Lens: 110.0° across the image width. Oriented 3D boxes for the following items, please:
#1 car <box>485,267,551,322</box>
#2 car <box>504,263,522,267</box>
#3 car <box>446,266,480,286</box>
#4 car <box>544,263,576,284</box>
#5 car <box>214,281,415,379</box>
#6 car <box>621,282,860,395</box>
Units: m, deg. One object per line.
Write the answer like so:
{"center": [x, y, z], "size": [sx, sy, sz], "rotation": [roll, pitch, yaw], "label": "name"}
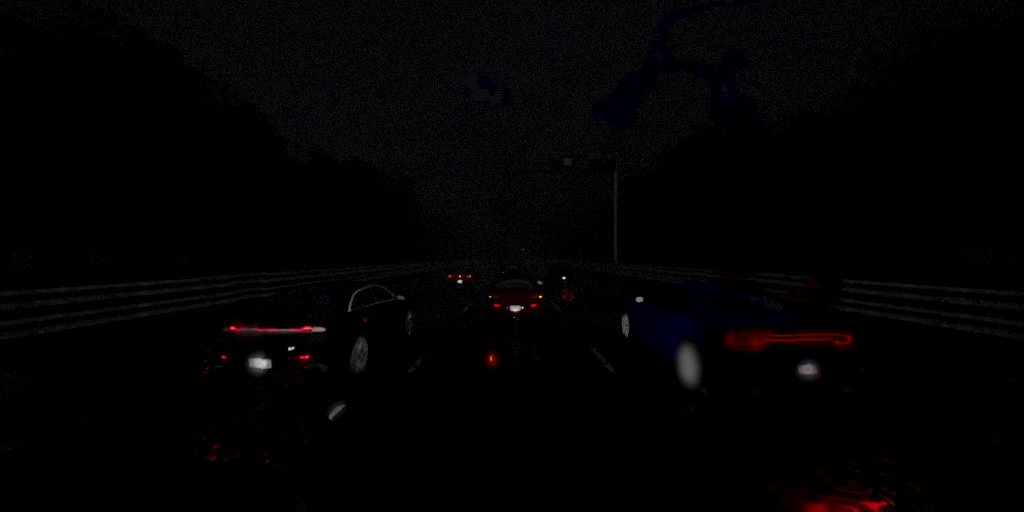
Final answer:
{"center": [0.085, 1.282, 12.233], "size": [1.812, 1.442, 4.674], "rotation": [0, 0, 0], "label": "car"}
{"center": [0.102, 1.301, 28.142], "size": [1.812, 1.442, 4.674], "rotation": [0, 0, 0], "label": "car"}
{"center": [-3.398, 1.371, 25.649], "size": [1.895, 1.301, 4.718], "rotation": [0, 0, 0], "label": "car"}
{"center": [3.602, 1.278, 27.222], "size": [1.837, 1.490, 4.892], "rotation": [0, 0, 0], "label": "car"}
{"center": [-3.400, 1.245, 7.277], "size": [2.128, 1.511, 4.902], "rotation": [0, 0, 0], "label": "car"}
{"center": [3.600, 1.230, 6.827], "size": [1.882, 1.535, 5.008], "rotation": [0, 0, 0], "label": "car"}
